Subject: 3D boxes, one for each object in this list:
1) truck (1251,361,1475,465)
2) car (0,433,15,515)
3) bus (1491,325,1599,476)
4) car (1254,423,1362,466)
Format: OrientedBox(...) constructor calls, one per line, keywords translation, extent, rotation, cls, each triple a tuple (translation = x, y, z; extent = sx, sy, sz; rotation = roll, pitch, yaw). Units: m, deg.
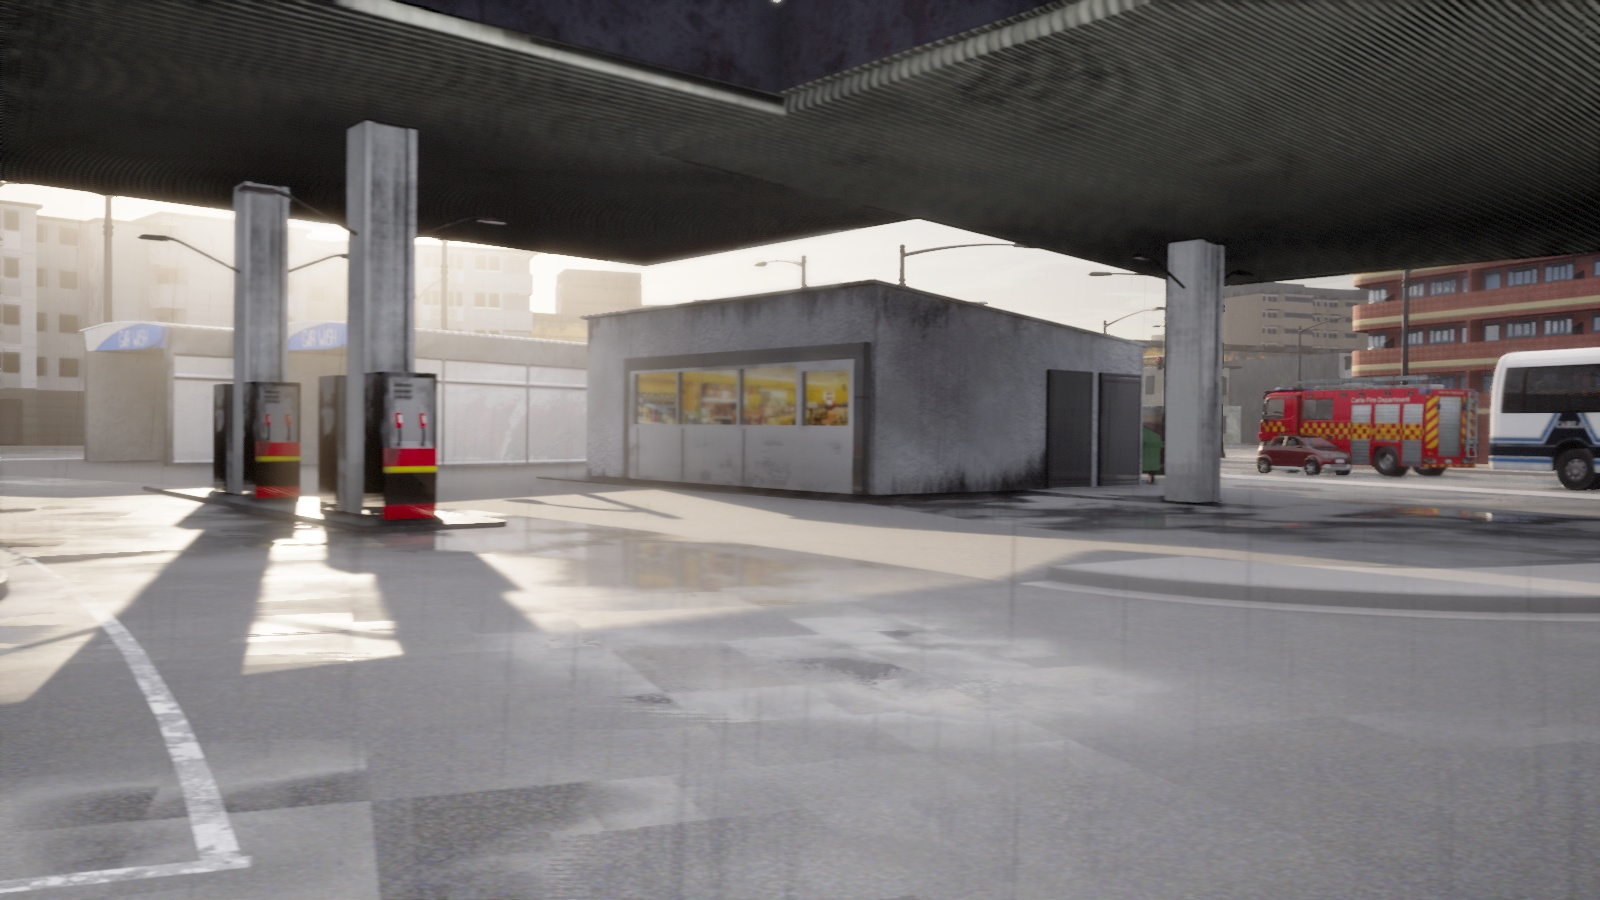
OrientedBox(translation=(22.489, -1.436, 50.836), extent=(2.891, 3.827, 8.468), rotation=(-1, 1, -25), cls="truck")
OrientedBox(translation=(-18.594, 0.502, 26.271), extent=(4.856, 1.649, 2.033), rotation=(0, 1, 37), cls="car")
OrientedBox(translation=(25.043, -1.413, 34.664), extent=(3.944, 4.253, 10.273), rotation=(-1, 1, -22), cls="bus")
OrientedBox(translation=(19.563, -0.224, 48.467), extent=(1.789, 1.549, 3.705), rotation=(-1, 1, -22), cls="car")
